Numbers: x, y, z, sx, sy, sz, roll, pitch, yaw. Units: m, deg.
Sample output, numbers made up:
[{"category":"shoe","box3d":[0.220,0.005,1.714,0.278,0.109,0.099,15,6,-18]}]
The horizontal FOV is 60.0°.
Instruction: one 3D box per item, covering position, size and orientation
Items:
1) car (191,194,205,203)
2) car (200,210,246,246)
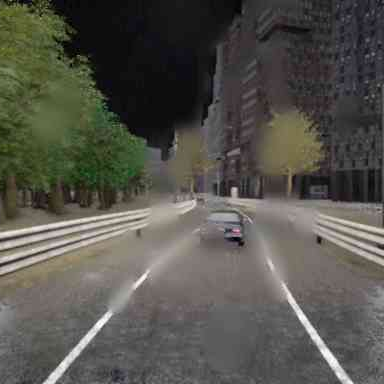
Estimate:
[{"category":"car","box3d":[1.192,1.290,70.256,2.097,1.767,4.553,0,0,-11]},{"category":"car","box3d":[1.512,1.556,15.488,2.033,1.411,5.357,0,0,9]}]
